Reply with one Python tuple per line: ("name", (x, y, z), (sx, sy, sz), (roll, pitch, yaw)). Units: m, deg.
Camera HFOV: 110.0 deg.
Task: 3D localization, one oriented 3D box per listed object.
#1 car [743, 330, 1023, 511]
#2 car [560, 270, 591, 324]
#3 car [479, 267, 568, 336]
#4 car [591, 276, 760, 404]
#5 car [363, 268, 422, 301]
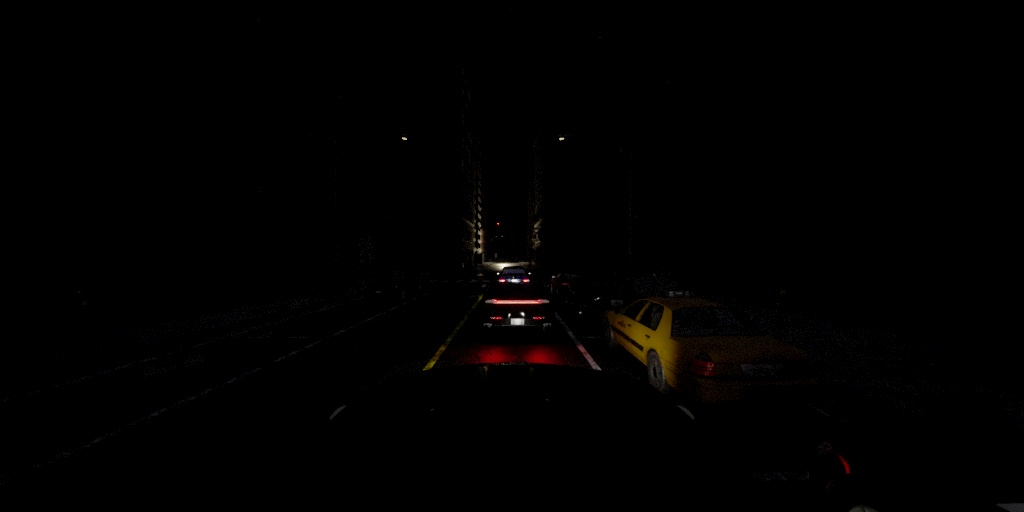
("car", (2.872, 1.301, 0.669), (2.007, 1.370, 4.403), (0, 0, 0))
("car", (2.880, 1.312, 11.841), (1.948, 1.339, 4.313), (0, 0, 0))
("car", (0.108, 1.239, 10.367), (2.128, 1.511, 4.902), (0, 0, 0))
("car", (2.877, 1.274, 6.425), (1.751, 1.417, 4.829), (0, 0, 0))
("car", (-5.661, 1.289, 17.430), (1.888, 1.381, 4.507), (0, 0, 0))
